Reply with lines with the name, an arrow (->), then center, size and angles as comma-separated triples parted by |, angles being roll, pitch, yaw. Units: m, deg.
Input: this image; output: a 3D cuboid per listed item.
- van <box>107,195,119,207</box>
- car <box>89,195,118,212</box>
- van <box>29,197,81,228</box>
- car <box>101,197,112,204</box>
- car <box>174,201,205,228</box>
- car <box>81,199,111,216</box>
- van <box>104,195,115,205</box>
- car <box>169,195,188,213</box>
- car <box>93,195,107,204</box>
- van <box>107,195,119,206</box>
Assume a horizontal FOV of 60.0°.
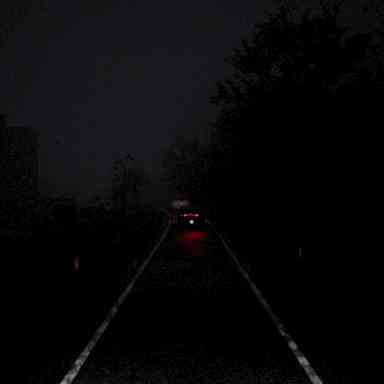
van -> -13.210, 1.536, 55.624 | 1.878, 1.987, 4.442 | 1, -2, -15
car -> -10.433, 1.409, 39.174 | 2.435, 2.045, 5.566 | 1, -2, -9
van -> -9.278, 1.341, 22.401 | 1.878, 1.987, 4.442 | 0, -1, -2
car -> -19.722, 2.034, 76.911 | 1.946, 1.575, 5.366 | 2, -2, -20
car -> -0.104, 1.642, 23.201 | 1.837, 1.490, 4.892 | 0, 0, -2
car -> -9.904, 1.672, 33.635 | 2.002, 1.452, 4.674 | 1, -1, -5
van -> -17.815, 1.728, 71.738 | 1.878, 1.987, 4.442 | 2, -2, -21
car -> -1.580, 1.424, 40.556 | 2.150, 2.045, 5.566 | 0, -1, -7
car -> -24.190, 1.997, 87.336 | 2.435, 2.045, 5.566 | 2, -2, -26
van -> -14.564, 1.589, 61.037 | 1.878, 1.987, 4.442 | 1, -2, -16
